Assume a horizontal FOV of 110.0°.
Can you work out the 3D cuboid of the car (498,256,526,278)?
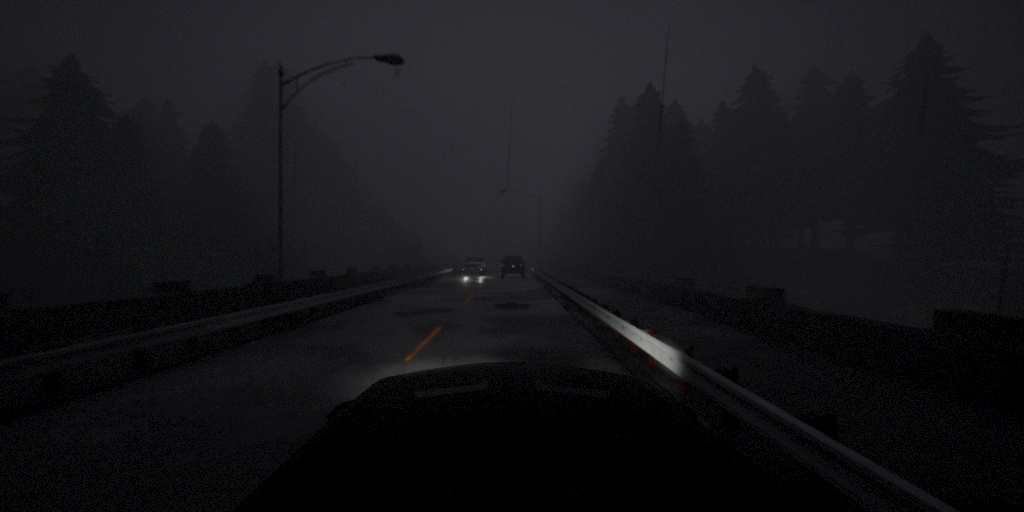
[{"bbox_3d":[0.106,0.981,33.758,2.150,2.045,5.566,0,0,0],"label":"car"}]

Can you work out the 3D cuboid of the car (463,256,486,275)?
[{"bbox_3d":[-4.059,0.987,39.540,2.150,2.045,5.566,0,0,0],"label":"car"}]
